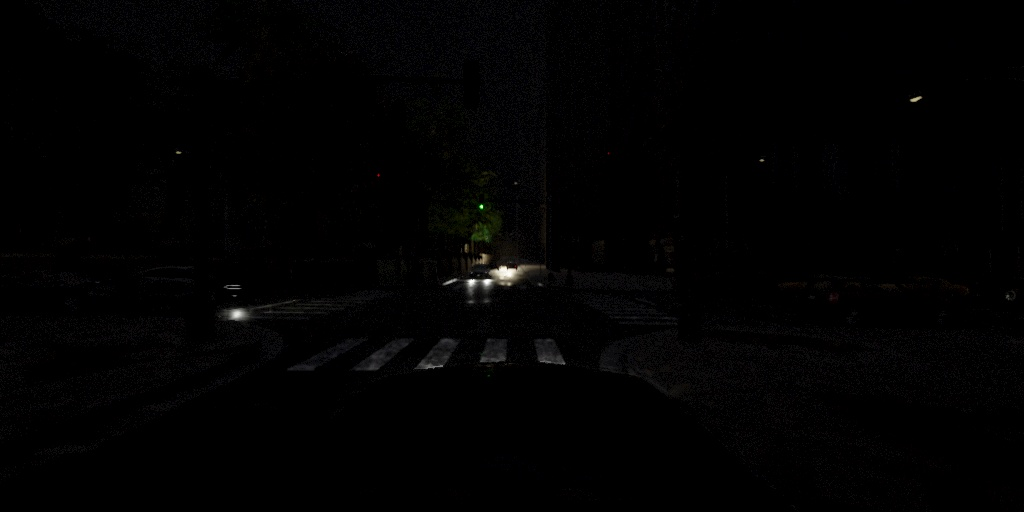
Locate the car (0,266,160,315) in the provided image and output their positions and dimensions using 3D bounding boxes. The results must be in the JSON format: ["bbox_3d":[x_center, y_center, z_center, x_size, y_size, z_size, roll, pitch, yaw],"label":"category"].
[{"bbox_3d":[-14.983,1.145,11.918,4.403,1.370,2.007,0,0,0],"label":"car"}]

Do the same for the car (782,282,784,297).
[{"bbox_3d":[17.241,1.667,20.341,4.829,1.417,1.751,0,0,0],"label":"car"}]

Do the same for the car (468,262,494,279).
[{"bbox_3d":[-3.091,1.503,35.527,1.812,1.442,4.674,0,0,0],"label":"car"}]

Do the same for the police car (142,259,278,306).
[{"bbox_3d":[-12.973,1.078,14.680,5.238,1.638,1.930,1,-1,0],"label":"police car"}]

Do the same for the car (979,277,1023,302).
[{"bbox_3d":[28.491,1.854,20.305,4.313,1.339,1.948,0,0,0],"label":"car"}]

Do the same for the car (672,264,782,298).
[{"bbox_3d":[11.870,1.381,20.358,5.009,1.841,2.192,0,0,0],"label":"car"}]

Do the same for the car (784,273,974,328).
[{"bbox_3d":[11.854,1.419,11.833,4.097,1.591,1.967,0,0,0],"label":"car"}]

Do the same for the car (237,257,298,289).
[{"bbox_3d":[-14.968,0.997,20.443,5.009,1.841,2.192,0,0,0],"label":"car"}]

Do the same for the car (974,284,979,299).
[{"bbox_3d":[22.781,1.741,20.323,4.829,1.417,1.751,0,0,0],"label":"car"}]

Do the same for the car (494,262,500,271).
[{"bbox_3d":[-3.012,1.702,59.536,2.033,1.411,5.357,0,0,1],"label":"car"}]

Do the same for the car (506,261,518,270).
[{"bbox_3d":[0.004,1.769,61.447,1.895,1.301,4.718,0,0,0],"label":"car"}]
